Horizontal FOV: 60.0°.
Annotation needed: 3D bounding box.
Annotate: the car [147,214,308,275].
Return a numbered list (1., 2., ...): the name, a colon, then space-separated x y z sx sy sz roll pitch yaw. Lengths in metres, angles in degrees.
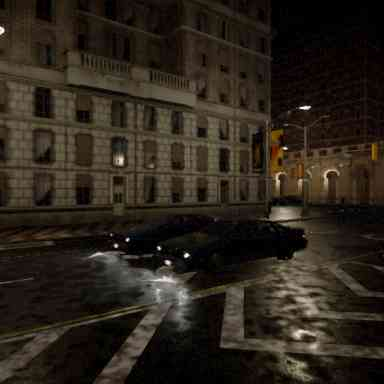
1. car: 1.486 1.547 10.695 5.357 1.411 2.033 0 0 -36

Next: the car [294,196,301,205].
1. car: 16.342 1.352 57.125 2.097 1.767 4.553 0 0 -37

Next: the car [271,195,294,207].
1. car: 12.355 1.477 50.447 1.882 1.535 5.008 0 0 -37

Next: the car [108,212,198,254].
1. car: -0.582 1.547 13.517 5.357 1.411 2.033 0 0 -36
